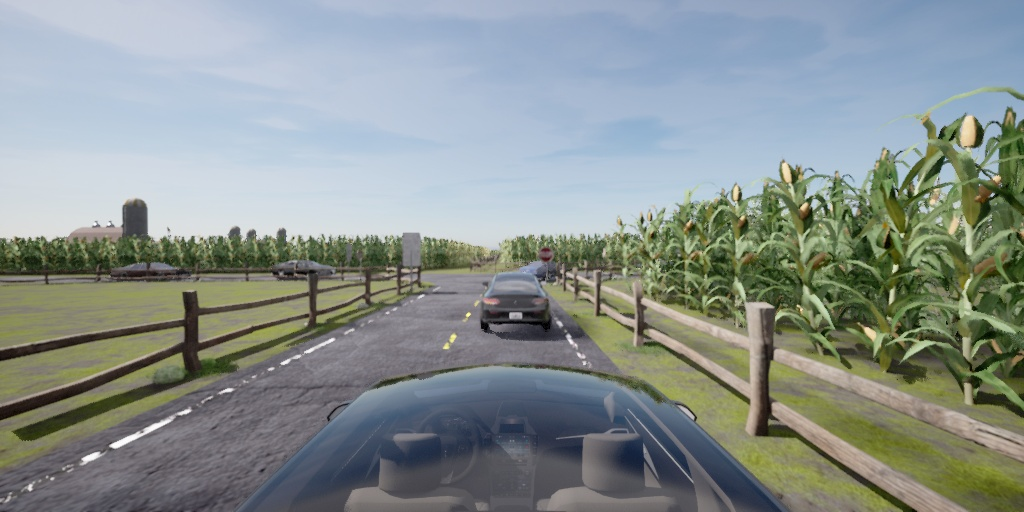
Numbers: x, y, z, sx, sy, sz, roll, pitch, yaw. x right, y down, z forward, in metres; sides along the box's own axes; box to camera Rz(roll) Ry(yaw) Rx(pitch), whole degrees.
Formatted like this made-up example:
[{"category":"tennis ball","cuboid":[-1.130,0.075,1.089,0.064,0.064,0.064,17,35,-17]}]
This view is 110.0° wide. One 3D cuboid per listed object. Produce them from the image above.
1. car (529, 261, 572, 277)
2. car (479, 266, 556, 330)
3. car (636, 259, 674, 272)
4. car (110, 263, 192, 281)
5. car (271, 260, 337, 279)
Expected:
[{"category":"car","cuboid":[2.564,1.060,26.993,2.033,1.411,5.357,0,1,35]},{"category":"car","cuboid":[0.078,1.194,10.604,1.812,1.442,4.674,0,1,0]},{"category":"car","cuboid":[13.520,0.920,32.761,4.181,1.385,1.994,0,1,-1]},{"category":"car","cuboid":[-29.850,1.269,29.729,5.357,1.411,2.033,0,1,0]},{"category":"car","cuboid":[-17.206,1.113,29.748,4.902,1.511,2.128,0,1,0]}]
